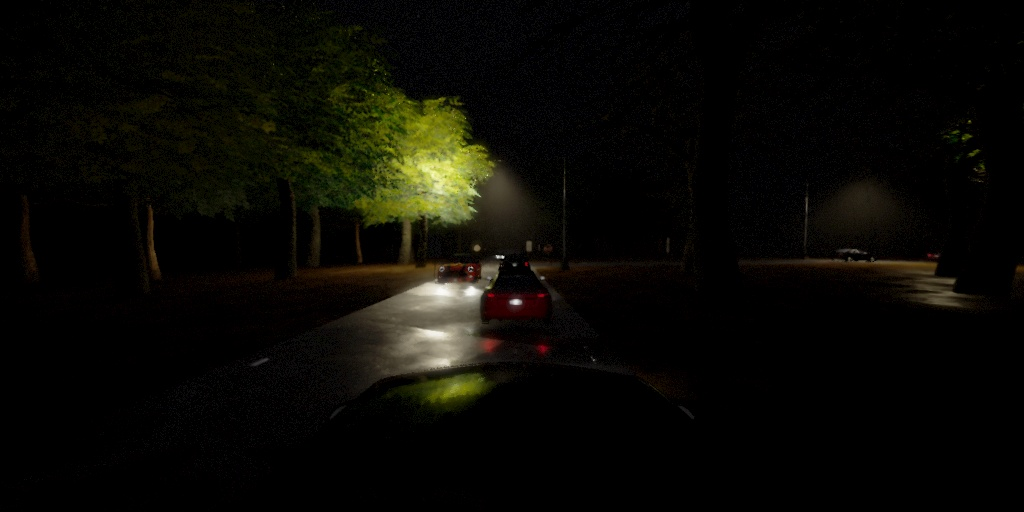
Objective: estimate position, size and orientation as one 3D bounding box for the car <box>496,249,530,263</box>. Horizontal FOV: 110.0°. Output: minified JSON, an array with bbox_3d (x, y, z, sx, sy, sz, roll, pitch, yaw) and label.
[{"bbox_3d":[0.186,0.548,25.692,2.097,1.767,4.553,0,1,1],"label":"car"}]

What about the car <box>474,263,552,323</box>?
[{"bbox_3d":[0.121,1.102,11.142,1.994,1.385,4.181,0,1,0],"label":"car"}]

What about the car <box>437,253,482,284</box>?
[{"bbox_3d":[-2.989,0.653,21.230,2.097,1.767,4.553,0,1,0],"label":"car"}]

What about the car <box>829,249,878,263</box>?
[{"bbox_3d":[38.980,-0.050,40.959,4.902,1.511,2.128,0,3,-6],"label":"car"}]
